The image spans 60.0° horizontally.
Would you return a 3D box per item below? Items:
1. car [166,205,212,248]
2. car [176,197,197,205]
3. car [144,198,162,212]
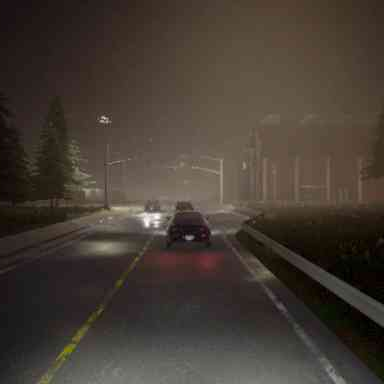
[{"bbox_3d":[-0.158,1.530,14.692,1.812,1.442,4.674,0,0,-1],"label":"car"},{"bbox_3d":[-0.697,1.514,29.707,1.837,1.490,4.892,0,0,-2],"label":"car"},{"bbox_3d":[-4.582,1.518,39.433,2.128,1.511,4.902,0,0,-2],"label":"car"}]
